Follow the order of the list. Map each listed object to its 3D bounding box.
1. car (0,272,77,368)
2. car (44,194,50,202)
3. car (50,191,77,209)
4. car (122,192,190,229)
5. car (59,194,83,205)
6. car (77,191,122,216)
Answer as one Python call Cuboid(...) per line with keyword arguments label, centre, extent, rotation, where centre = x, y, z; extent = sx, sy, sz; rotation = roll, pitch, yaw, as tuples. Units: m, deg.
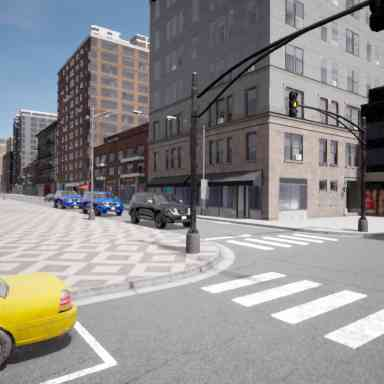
Cuboid(label="car", centre=(-3.945, 1.525, 3.938), extent=(4.829, 1.417, 1.752), rotation=(0, 1, -36))
Cuboid(label="car", centre=(-24.269, 0.999, 57.768), extent=(1.812, 1.442, 4.674), rotation=(1, 0, -35))
Cuboid(label="car", centre=(-14.177, 0.862, 37.998), extent=(2.150, 2.045, 5.566), rotation=(1, 0, -35))
Cuboid(label="car", centre=(-2.036, 1.053, 20.803), extent=(2.150, 2.045, 5.566), rotation=(1, 0, -35))
Cuboid(label="car", centre=(-17.682, 1.065, 48.464), extent=(2.128, 1.511, 4.902), rotation=(1, 0, -35))
Cuboid(label="car", centre=(-7.980, 0.960, 29.212), extent=(2.150, 2.045, 5.566), rotation=(1, 0, -35))
